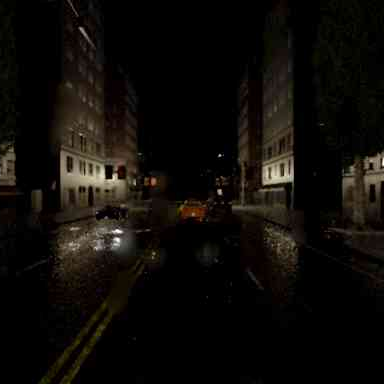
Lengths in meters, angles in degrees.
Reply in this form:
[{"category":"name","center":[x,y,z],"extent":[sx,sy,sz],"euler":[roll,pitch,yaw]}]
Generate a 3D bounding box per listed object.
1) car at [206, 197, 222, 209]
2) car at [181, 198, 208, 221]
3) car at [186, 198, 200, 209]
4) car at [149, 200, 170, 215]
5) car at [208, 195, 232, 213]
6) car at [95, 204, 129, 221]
[{"category":"car","center":[3.259,1.616,50.061],"extent":[2.128,1.511,4.902],"euler":[0,0,0]},{"category":"car","center":[0.104,1.549,27.684],"extent":[1.882,1.535,5.008],"euler":[0,0,0]},{"category":"car","center":[0.109,1.597,48.145],"extent":[1.882,1.535,5.008],"euler":[0,0,0]},{"category":"car","center":[-3.340,1.566,34.823],"extent":[1.882,1.535,5.008],"euler":[0,0,0]},{"category":"car","center":[3.353,1.320,38.778],"extent":[2.150,2.045,5.566],"euler":[0,0,0]},{"category":"car","center":[-6.597,1.672,27.808],"extent":[1.895,1.301,4.718],"euler":[0,0,0]}]
